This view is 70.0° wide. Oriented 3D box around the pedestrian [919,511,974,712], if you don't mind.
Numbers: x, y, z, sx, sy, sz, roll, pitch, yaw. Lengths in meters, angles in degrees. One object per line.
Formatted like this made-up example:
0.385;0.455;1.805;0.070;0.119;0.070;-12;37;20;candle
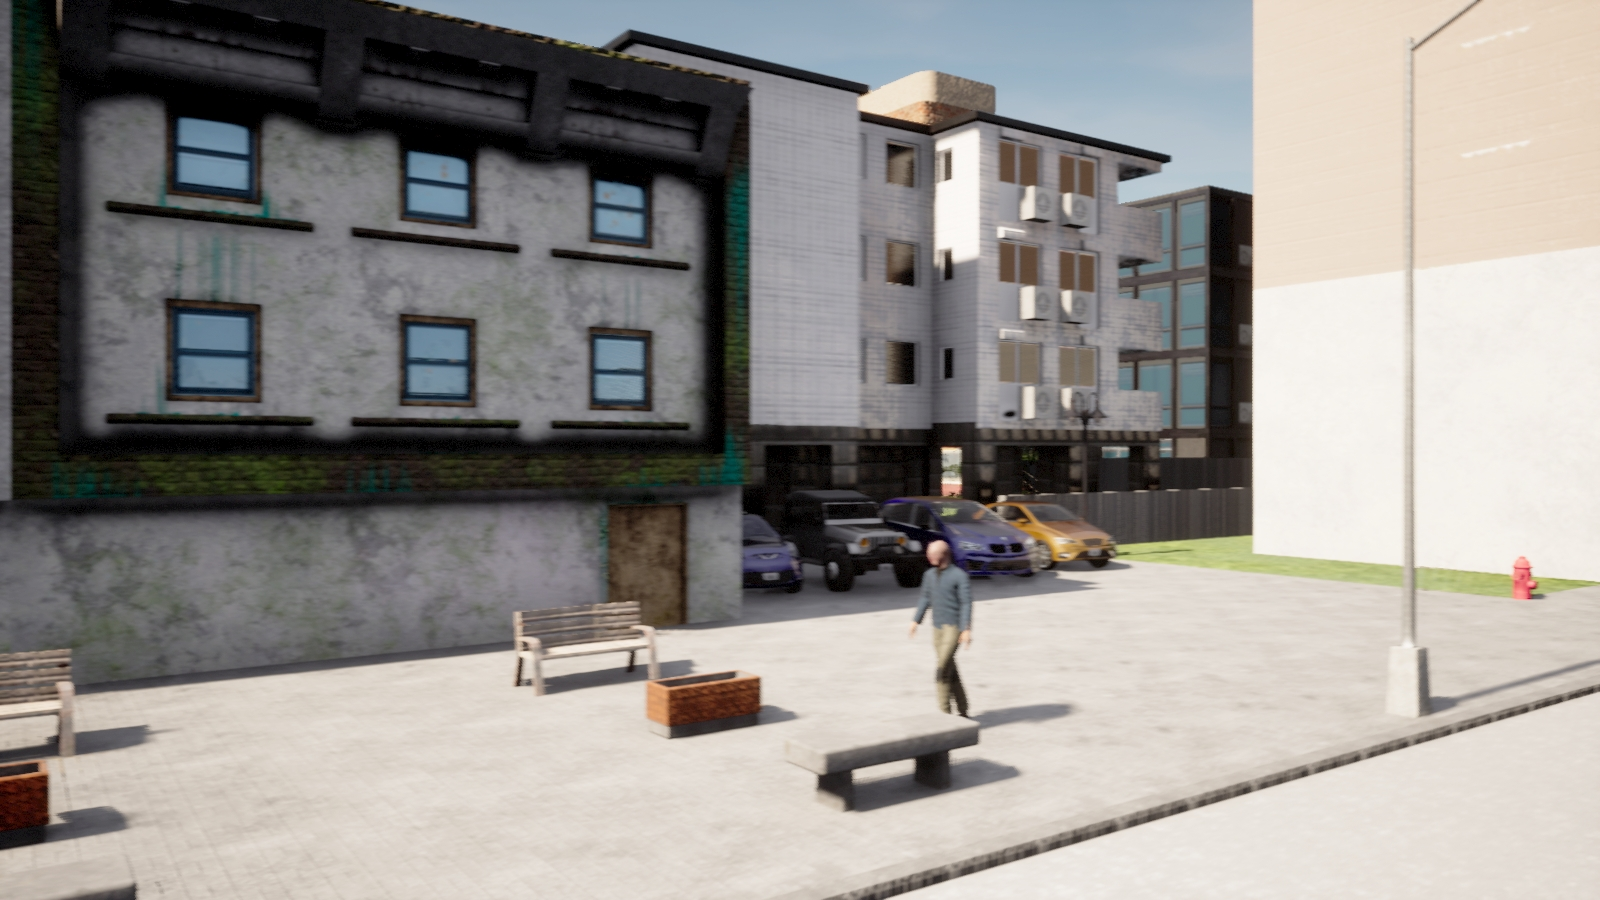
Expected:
1.406;1.526;10.983;0.375;1.860;0.375;0;0;-36;pedestrian
